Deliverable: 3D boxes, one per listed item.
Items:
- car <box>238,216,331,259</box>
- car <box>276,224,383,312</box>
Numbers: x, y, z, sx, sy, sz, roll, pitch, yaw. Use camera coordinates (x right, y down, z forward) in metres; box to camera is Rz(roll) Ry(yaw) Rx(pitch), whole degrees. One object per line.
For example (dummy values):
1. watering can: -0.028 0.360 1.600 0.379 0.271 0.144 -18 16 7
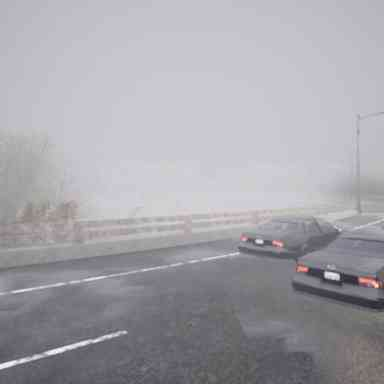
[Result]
1. car: 3.904 1.561 11.850 5.357 1.411 2.033 0 0 -43
2. car: 4.410 1.556 7.624 5.357 1.411 2.033 0 0 -41
